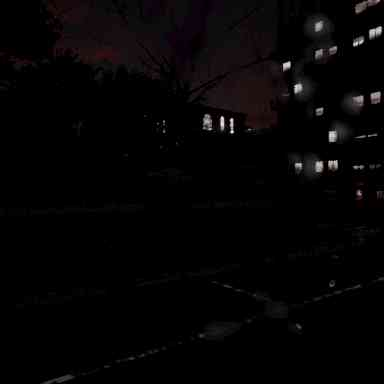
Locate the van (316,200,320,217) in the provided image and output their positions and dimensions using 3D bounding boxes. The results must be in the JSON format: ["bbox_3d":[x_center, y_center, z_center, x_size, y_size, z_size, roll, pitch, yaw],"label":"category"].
[{"bbox_3d":[10.514,1.644,32.599,1.690,1.788,3.998,-1,0,-36],"label":"van"}]
